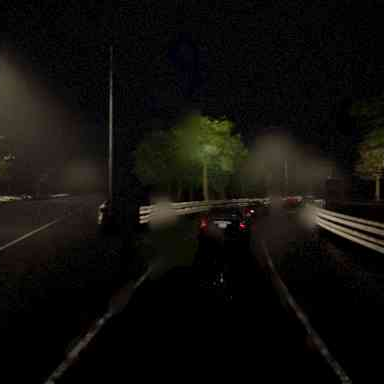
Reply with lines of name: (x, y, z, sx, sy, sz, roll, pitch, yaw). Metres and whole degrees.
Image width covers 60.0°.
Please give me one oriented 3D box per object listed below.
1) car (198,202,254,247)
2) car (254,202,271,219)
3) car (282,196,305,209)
car: (1.632, 1.361, 15.351, 2.097, 1.767, 4.553, 1, 0, 11)
car: (5.755, 1.591, 29.633, 1.994, 1.385, 4.181, 0, 0, 21)
car: (13.753, 1.583, 45.664, 1.812, 1.442, 4.674, 0, 0, 30)
